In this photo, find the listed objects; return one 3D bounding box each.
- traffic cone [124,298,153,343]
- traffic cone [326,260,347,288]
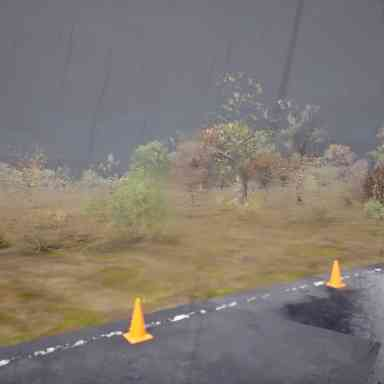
[{"bbox_3d":[-0.825,1.934,5.113,0.340,0.580,0.340,0,0,-34],"label":"traffic cone"},{"bbox_3d":[3.429,1.918,7.910,0.340,0.580,0.340,0,0,-32],"label":"traffic cone"}]
